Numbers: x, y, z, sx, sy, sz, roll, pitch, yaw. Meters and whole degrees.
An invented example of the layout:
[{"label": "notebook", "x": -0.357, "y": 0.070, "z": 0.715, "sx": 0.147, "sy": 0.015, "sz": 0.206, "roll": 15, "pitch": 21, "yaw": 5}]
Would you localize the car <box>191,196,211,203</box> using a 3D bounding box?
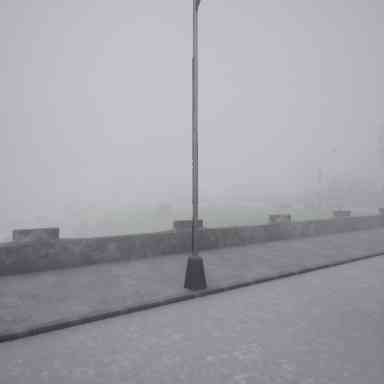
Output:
[{"label": "car", "x": 1.788, "y": 1.509, "z": 66.413, "sx": 1.882, "sy": 1.535, "sz": 5.008, "roll": 0, "pitch": 0, "yaw": -36}]
